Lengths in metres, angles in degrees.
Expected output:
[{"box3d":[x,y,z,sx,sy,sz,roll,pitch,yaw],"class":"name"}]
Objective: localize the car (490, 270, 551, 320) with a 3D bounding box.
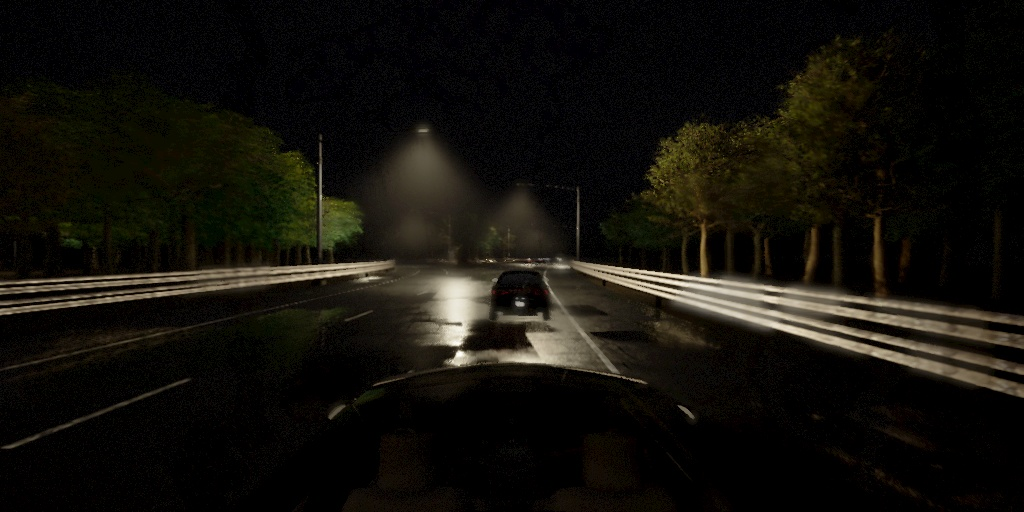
[{"box3d":[0.310,1.229,12.736,1.882,1.535,5.008,0,0,2],"class":"car"}]
